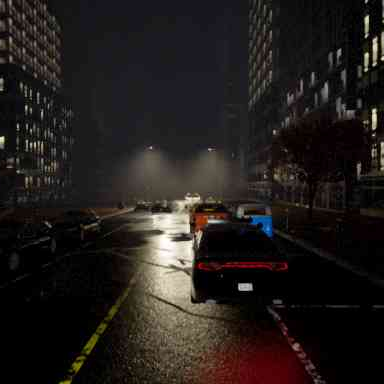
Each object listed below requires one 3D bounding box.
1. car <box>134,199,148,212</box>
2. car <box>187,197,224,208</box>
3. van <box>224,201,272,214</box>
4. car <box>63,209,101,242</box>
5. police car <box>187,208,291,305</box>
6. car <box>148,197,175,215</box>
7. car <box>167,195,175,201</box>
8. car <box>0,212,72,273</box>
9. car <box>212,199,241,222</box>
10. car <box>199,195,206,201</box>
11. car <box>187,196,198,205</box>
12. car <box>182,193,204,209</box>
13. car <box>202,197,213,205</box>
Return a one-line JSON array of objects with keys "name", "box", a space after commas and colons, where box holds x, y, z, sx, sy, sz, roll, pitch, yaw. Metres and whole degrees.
[{"name": "car", "box": [-5.619, 1.545, 38.548, 2.008, 1.369, 4.403, -1, 0, 0]}, {"name": "car", "box": [0.928, 1.346, 18.132, 2.097, 1.767, 4.553, 0, 0, 0]}, {"name": "van", "box": [2.708, 1.335, 16.031, 1.690, 1.788, 3.998, -1, 0, 0]}, {"name": "car", "box": [-5.668, 1.545, 16.048, 2.008, 1.369, 4.403, -1, 0, 0]}, {"name": "police car", "box": [0.917, 1.421, 8.269, 1.930, 1.638, 5.238, 0, 0, 0]}, {"name": "car", "box": [-3.012, 1.557, 34.146, 1.994, 1.385, 4.181, 0, 0, 0]}, {"name": "car", "box": [-5.510, 1.605, 89.172, 1.802, 1.307, 4.206, -1, 0, 0]}, {"name": "car", "box": [-5.680, 1.546, 10.424, 2.008, 1.369, 4.403, -1, 0, 0]}, {"name": "car", "box": [2.734, 1.433, 27.280, 1.967, 1.590, 4.097, -1, 0, 0]}, {"name": "car", "box": [2.870, 1.549, 89.324, 1.752, 1.417, 4.829, -1, 0, 0]}, {"name": "car", "box": [0.126, 1.478, 58.198, 1.882, 1.535, 5.008, 0, 0, 0]}, {"name": "car", "box": [0.123, 1.217, 45.588, 2.150, 2.045, 5.566, 0, 0, 0]}, {"name": "car", "box": [2.810, 1.568, 61.029, 1.947, 1.339, 4.313, -1, 0, 0]}]
